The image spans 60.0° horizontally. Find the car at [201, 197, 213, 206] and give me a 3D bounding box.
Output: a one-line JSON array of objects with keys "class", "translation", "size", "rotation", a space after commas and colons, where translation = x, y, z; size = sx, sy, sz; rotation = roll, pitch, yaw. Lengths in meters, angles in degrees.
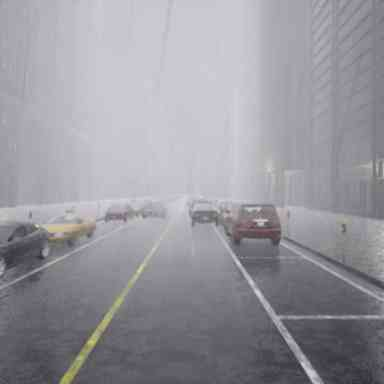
[{"class": "car", "translation": [2.679, 1.644, 61.077], "size": [1.967, 1.590, 4.097], "rotation": [0, 0, 0]}]

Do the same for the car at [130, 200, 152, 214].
[{"class": "car", "translation": [-5.815, 1.665, 38.350], "size": [1.887, 1.381, 4.507], "rotation": [0, 0, 0]}]

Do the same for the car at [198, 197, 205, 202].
[{"class": "car", "translation": [2.640, 1.893, 89.465], "size": [1.802, 1.307, 4.206], "rotation": [0, 0, 0]}]

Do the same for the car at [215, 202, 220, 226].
[{"class": "car", "translation": [2.733, 1.590, 21.504], "size": [1.752, 1.417, 4.829], "rotation": [0, 0, 0]}]

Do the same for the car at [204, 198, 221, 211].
[{"class": "car", "translation": [2.702, 1.581, 44.044], "size": [1.967, 1.590, 4.097], "rotation": [0, 0, 0]}]

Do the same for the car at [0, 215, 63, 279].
[{"class": "car", "translation": [-5.776, 1.595, 9.964], "size": [1.947, 1.339, 4.313], "rotation": [0, 0, 0]}]

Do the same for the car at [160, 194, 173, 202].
[{"class": "car", "translation": [-5.862, 1.686, 72.415], "size": [1.967, 1.590, 4.097], "rotation": [0, 0, 0]}]

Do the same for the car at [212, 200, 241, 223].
[{"class": "car", "translation": [2.725, 1.522, 27.012], "size": [1.967, 1.590, 4.097], "rotation": [0, 0, 0]}]

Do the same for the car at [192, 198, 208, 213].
[{"class": "car", "translation": [0.845, 1.582, 40.051], "size": [1.801, 1.575, 5.366], "rotation": [0, 0, 0]}]

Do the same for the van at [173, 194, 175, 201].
[{"class": "van", "translation": [-5.877, 1.630, 83.771], "size": [1.690, 1.788, 3.998], "rotation": [0, 0, 0]}]

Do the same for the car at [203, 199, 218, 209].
[{"class": "car", "translation": [2.694, 1.728, 49.722], "size": [1.947, 1.339, 4.313], "rotation": [0, 0, 0]}]

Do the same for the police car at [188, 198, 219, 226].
[{"class": "police car", "translation": [0.867, 1.498, 23.971], "size": [1.930, 1.638, 5.238], "rotation": [0, 0, 0]}]

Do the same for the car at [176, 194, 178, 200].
[{"class": "car", "translation": [-5.893, 1.648, 95.126], "size": [2.192, 1.841, 5.009], "rotation": [0, 0, 0]}]

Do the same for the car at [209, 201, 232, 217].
[{"class": "car", "translation": [2.717, 1.646, 32.689], "size": [1.887, 1.381, 4.507], "rotation": [0, 0, 0]}]

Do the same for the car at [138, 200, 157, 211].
[{"class": "car", "translation": [-5.823, 1.707, 44.028], "size": [1.947, 1.339, 4.313], "rotation": [0, 0, 0]}]

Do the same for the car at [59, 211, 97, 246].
[{"class": "car", "translation": [-5.784, 1.571, 15.471], "size": [1.752, 1.417, 4.829], "rotation": [0, 0, 0]}]

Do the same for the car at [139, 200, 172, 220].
[{"class": "car", "translation": [-3.137, 1.652, 29.003], "size": [1.994, 1.385, 4.181], "rotation": [0, 0, 0]}]

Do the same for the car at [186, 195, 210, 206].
[{"class": "car", "translation": [0.720, 1.457, 33.816], "size": [2.097, 1.767, 4.553], "rotation": [0, 0, -1]}]

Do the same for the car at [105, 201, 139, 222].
[{"class": "car", "translation": [-5.800, 1.627, 26.996], "size": [1.887, 1.381, 4.507], "rotation": [0, 0, 0]}]

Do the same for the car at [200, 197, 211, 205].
[{"class": "car", "translation": [2.671, 1.791, 66.754], "size": [1.947, 1.339, 4.313], "rotation": [0, 0, 0]}]

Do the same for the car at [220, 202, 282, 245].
[{"class": "car", "translation": [2.741, 1.362, 15.657], "size": [2.192, 1.841, 5.009], "rotation": [0, 0, 0]}]

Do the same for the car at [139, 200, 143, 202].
[{"class": "car", "translation": [-5.807, 1.625, 32.504], "size": [1.752, 1.417, 4.829], "rotation": [0, 0, 0]}]
